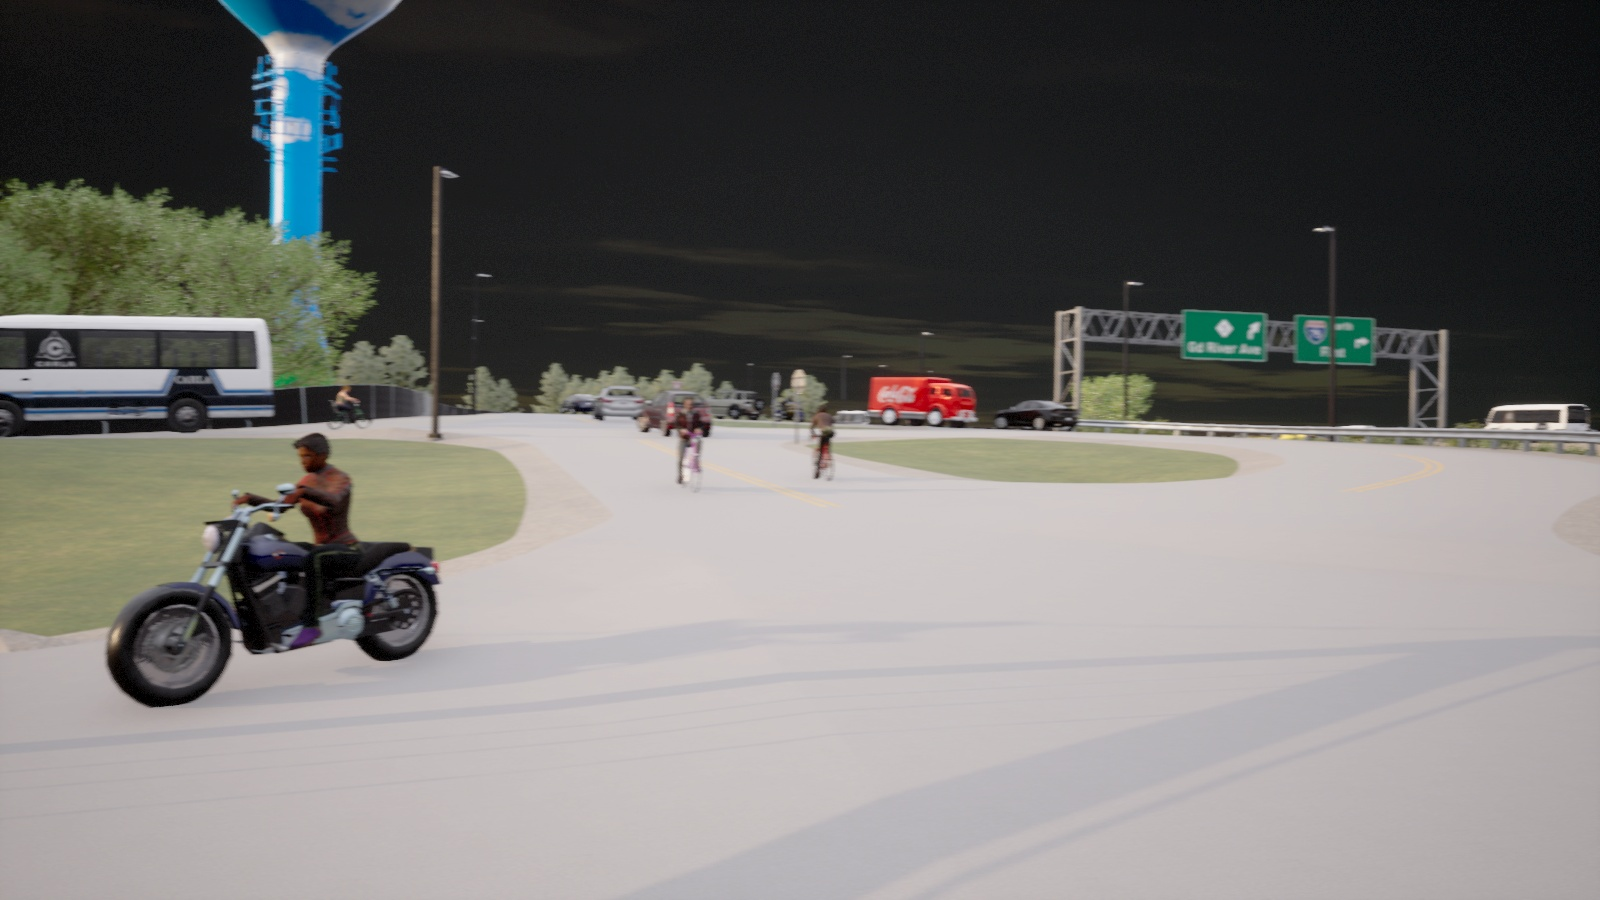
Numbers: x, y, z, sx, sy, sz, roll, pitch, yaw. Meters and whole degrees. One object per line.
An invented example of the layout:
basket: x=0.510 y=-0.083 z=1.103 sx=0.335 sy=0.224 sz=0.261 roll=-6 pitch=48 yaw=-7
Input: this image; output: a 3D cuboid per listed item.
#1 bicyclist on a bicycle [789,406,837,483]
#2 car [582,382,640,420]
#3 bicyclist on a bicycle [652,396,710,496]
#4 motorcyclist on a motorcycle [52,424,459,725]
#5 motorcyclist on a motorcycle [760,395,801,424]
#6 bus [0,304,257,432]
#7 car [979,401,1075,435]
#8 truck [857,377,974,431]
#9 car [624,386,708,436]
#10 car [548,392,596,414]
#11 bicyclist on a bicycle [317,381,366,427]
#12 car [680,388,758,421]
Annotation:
bicyclist on a bicycle: x=0.264 y=-0.139 z=27.538 sx=0.582 sy=1.620 sz=1.656 roll=1 pitch=2 yaw=-15
car: x=-9.112 y=-2.378 z=60.143 sx=2.242 sy=1.667 sz=4.611 roll=1 pitch=3 yaw=-14
bicyclist on a bicycle: x=-2.246 y=-0.112 z=23.538 sx=0.659 sy=1.776 sz=1.843 roll=1 pitch=2 yaw=-17
motorcyclist on a motorcycle: x=-3.387 y=0.674 z=8.113 sx=0.766 sy=1.649 sz=2.350 roll=-1 pitch=1 yaw=32
motorcyclist on a motorcycle: x=-1.072 y=-2.214 z=68.619 sx=2.191 sy=1.530 sz=0.866 roll=3 pitch=2 yaw=40
bus: x=-25.179 y=-2.824 z=44.799 sx=10.273 sy=4.253 sz=3.944 roll=-2 pitch=1 yaw=-28
car: x=11.187 y=-1.628 z=62.252 sx=1.882 sy=1.535 sz=5.008 roll=2 pitch=1 yaw=-29
truck: x=5.730 y=-2.328 z=62.747 sx=5.204 sy=2.467 sz=2.627 roll=4 pitch=2 yaw=42
car: x=-4.942 y=-1.440 z=45.757 sx=1.851 sy=1.617 sz=3.988 roll=0 pitch=4 yaw=-24
car: x=-16.677 y=-3.433 z=91.586 sx=2.163 sy=1.488 sz=4.792 roll=1 pitch=2 yaw=-26
bicyclist on a bicycle: x=-16.590 y=-1.664 z=45.406 sx=1.509 sy=1.612 sz=0.866 roll=-2 pitch=2 yaw=-29
car: x=-4.929 y=-2.776 z=76.266 sx=4.605 sy=1.855 sz=1.932 roll=4 pitch=2 yaw=39
